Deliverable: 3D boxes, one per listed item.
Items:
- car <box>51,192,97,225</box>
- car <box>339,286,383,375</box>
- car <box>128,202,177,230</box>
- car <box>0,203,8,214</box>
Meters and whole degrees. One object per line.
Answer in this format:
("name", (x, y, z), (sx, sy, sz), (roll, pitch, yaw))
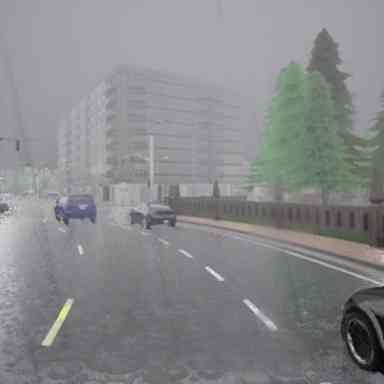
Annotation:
("car", (-8.584, 1.172, 24.380), (2.150, 2.045, 5.566), (-1, 0, -30))
("car", (3.161, 1.518, 2.998), (1.994, 1.385, 4.181), (0, 0, -4))
("car", (-2.570, 1.418, 20.762), (1.837, 1.490, 4.892), (-1, 0, -28))
("car", (-21.189, 1.563, 33.857), (4.674, 1.442, 1.812), (0, 0, 6))
